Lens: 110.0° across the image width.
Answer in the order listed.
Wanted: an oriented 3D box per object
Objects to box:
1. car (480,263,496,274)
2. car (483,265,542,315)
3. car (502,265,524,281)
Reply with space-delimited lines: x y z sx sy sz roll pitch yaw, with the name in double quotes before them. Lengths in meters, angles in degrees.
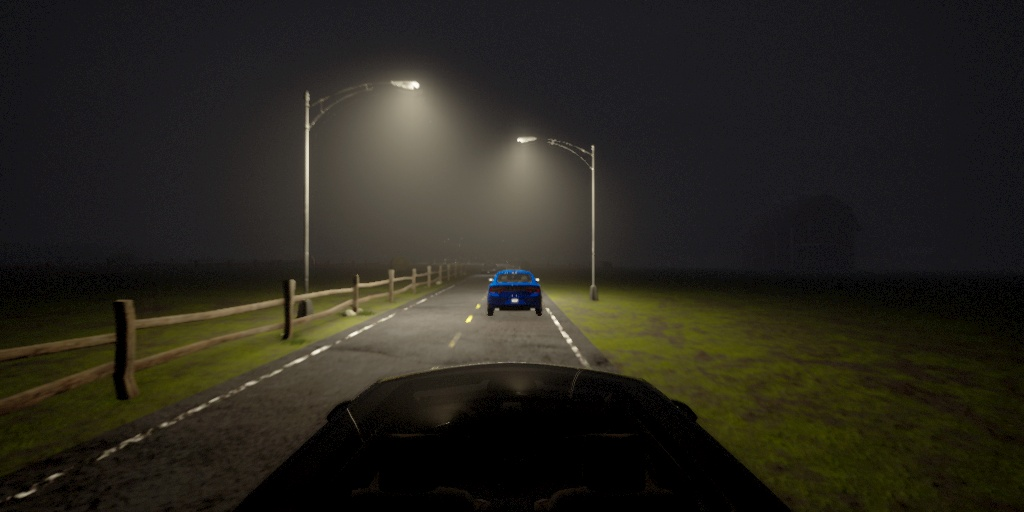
"car" -2.775 1.545 44.736 2.033 1.411 5.357 0 0 0
"car" 0.090 1.292 13.990 1.882 1.535 5.008 0 0 0
"car" 0.082 1.511 32.891 1.895 1.301 4.718 0 0 0
